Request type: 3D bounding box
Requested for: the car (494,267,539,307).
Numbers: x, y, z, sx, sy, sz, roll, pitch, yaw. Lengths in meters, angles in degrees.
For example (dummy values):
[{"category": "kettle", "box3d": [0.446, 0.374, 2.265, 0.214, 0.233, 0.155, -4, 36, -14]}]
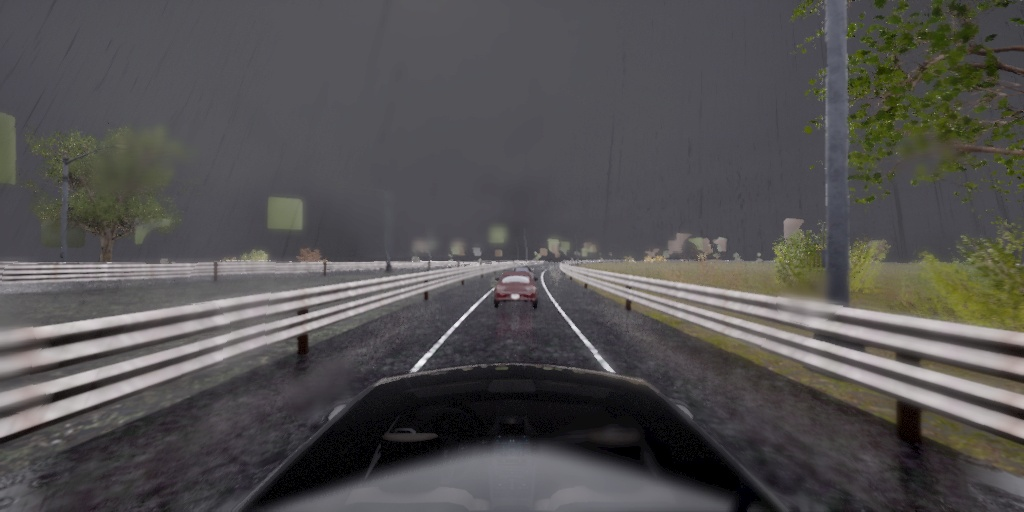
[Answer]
[{"category": "car", "box3d": [0.210, 1.411, 16.163, 1.812, 1.442, 4.674, 0, 0, 2]}]
